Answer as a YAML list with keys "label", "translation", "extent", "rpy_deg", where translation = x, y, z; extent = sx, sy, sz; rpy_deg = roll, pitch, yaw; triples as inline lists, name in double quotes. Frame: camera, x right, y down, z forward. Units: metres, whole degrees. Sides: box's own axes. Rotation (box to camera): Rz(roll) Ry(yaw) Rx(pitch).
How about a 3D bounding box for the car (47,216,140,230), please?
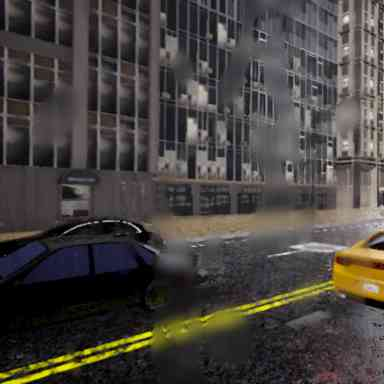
- label: "car"
  translation: [-3.097, 1.494, 9.461]
  extent: [4.892, 1.490, 1.837]
  rpy_deg: [0, 0, -35]

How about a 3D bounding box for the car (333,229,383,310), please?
- label: "car"
  translation: [5.019, 1.447, 7.005]
  extent: [5.008, 1.535, 1.882]
  rpy_deg: [0, 0, -35]

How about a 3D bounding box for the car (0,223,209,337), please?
- label: "car"
  translation: [-2.210, 1.541, 6.099]
  extent: [5.357, 1.411, 2.033]
  rpy_deg: [0, 0, -36]
